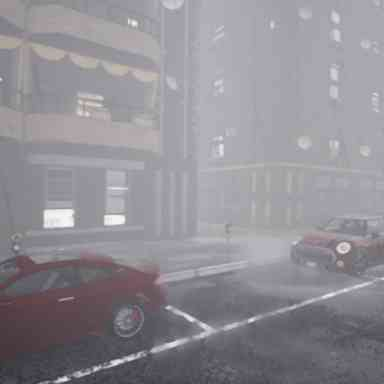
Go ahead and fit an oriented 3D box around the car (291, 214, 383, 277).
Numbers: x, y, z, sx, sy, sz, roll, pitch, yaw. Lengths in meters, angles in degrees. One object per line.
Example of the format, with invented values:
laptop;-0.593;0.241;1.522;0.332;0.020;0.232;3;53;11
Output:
car;4.879;1.444;10.183;4.097;1.590;1.967;0;1;-35

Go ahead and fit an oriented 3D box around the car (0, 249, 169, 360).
car;-2.343;1.582;4.973;4.206;1.307;1.802;0;1;-35
